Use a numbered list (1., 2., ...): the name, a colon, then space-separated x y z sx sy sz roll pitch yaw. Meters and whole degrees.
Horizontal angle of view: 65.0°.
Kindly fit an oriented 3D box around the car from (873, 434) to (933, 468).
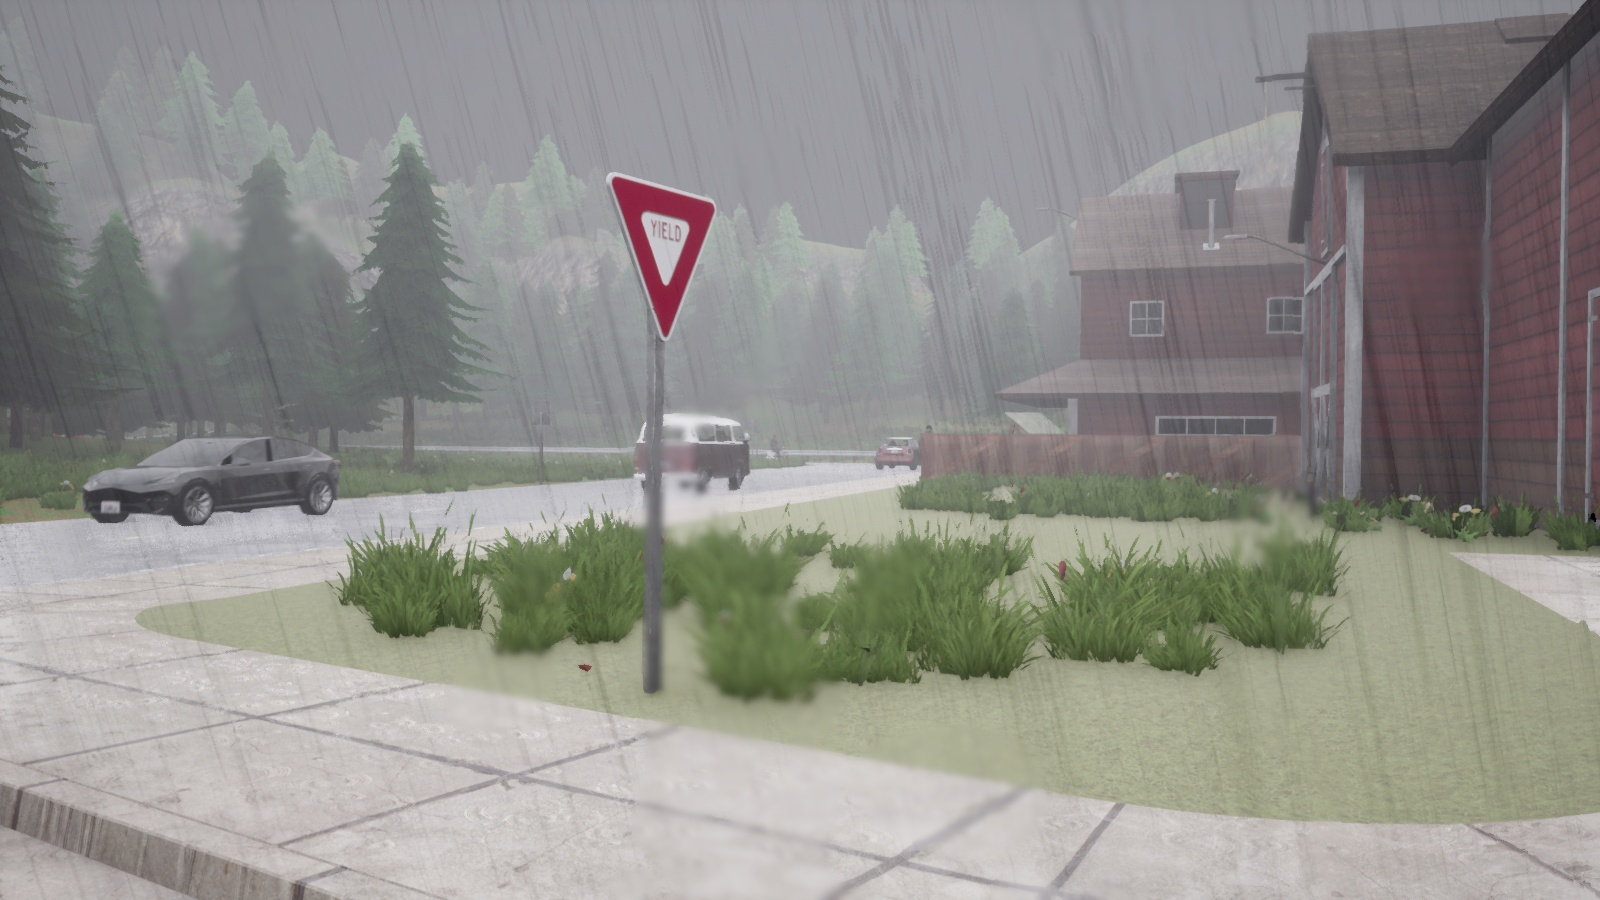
1. car: 4.790 0.023 58.161 1.970 1.475 3.806 0 1 18

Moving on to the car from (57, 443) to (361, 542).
1. car: -10.170 0.653 22.119 2.163 1.488 4.792 0 1 17

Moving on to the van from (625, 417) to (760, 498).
1. van: -2.810 0.155 33.912 2.069 2.038 4.480 0 1 17
